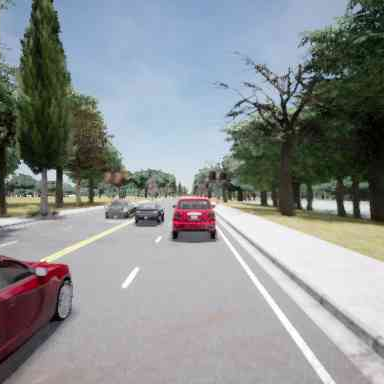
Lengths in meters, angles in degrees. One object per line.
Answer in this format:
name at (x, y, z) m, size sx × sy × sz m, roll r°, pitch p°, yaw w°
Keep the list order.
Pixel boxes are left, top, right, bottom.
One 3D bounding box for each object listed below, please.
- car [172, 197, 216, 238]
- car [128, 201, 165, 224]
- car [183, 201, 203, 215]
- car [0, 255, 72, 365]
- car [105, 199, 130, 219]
car at (0.107, 1.285, 18.117) m, size 2.150 × 2.045 × 5.566 m, roll 0°, pitch 0°, yaw 0°
car at (-3.141, 1.587, 25.296) m, size 2.128 × 1.511 × 4.902 m, roll 0°, pitch 0°, yaw 0°
car at (0.113, 1.705, 36.838) m, size 2.033 × 1.411 × 5.357 m, roll 0°, pitch 0°, yaw 0°
car at (-3.148, 1.488, 4.217) m, size 1.882 × 1.535 × 5.008 m, roll 0°, pitch 0°, yaw 0°
car at (-6.489, 1.539, 30.521) m, size 2.097 × 1.767 × 4.553 m, roll 0°, pitch 0°, yaw 0°
